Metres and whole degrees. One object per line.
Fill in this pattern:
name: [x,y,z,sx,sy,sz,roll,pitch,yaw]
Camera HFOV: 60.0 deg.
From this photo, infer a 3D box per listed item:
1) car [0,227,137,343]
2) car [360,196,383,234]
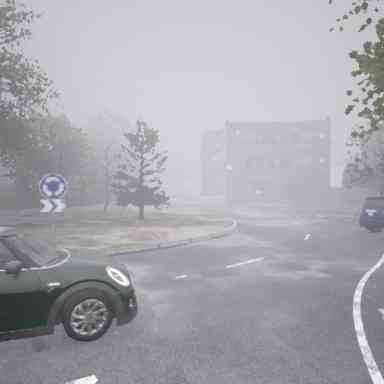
car: [-3.221,1.351,5.357,4.553,1.767,2.097,0,0,-22]
car: [11.590,1.222,17.536,5.566,2.045,2.150,0,-1,-17]
